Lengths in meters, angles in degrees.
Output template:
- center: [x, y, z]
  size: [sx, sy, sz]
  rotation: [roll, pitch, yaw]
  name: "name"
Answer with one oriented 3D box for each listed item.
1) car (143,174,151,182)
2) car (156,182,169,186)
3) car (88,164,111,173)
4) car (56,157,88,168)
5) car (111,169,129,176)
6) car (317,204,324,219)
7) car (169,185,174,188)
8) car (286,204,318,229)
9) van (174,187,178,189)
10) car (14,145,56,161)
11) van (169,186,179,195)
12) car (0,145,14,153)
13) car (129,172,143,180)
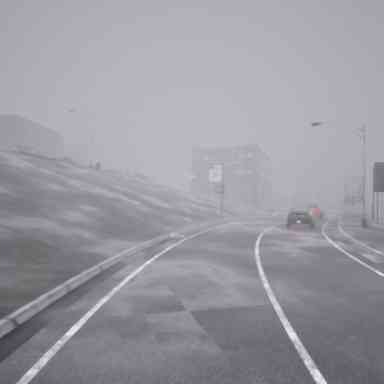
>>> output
- center: [-9.345, -2.312, 61.034]
  size: [2.435, 2.045, 5.566]
  rotation: [1, -3, 13]
  name: "car"
- center: [-7.204, -1.292, 71.826]
  size: [2.002, 1.452, 4.674]
  rotation: [1, -4, 11]
  name: "car"
- center: [-13.481, -2.976, 44.900]
  size: [2.002, 1.452, 4.674]
  rotation: [1, -3, 17]
  name: "car"
- center: [-15.075, -3.284, 39.625]
  size: [2.163, 1.488, 4.792]
  rotation: [1, -3, 18]
  name: "car"
- center: [-12.025, -2.722, 50.117]
  size: [2.231, 1.521, 4.892]
  rotation: [1, -3, 16]
  name: "car"
- center: [13.944, 2.165, 38.219]
  size: [2.097, 1.767, 4.553]
  rotation: [0, -2, 25]
  name: "car"
- center: [-6.282, -0.895, 77.277]
  size: [2.002, 1.452, 4.674]
  rotation: [1, -4, 9]
  name: "car"
- center: [8.318, 1.890, 25.250]
  size: [1.837, 1.490, 4.892]
  rotation: [0, -2, 23]
  name: "car"
- center: [-5.414, -0.733, 82.886]
  size: [1.878, 1.987, 4.442]
  rotation: [1, -4, 9]
  name: "van"
- center: [-16.830, -3.749, 34.190]
  size: [2.185, 1.767, 4.553]
  rotation: [1, -3, 19]
  name: "car"
- center: [-4.714, -0.297, 88.363]
  size: [1.878, 1.987, 4.442]
  rotation: [1, -4, 8]
  name: "van"
- center: [-18.654, -3.924, 28.977]
  size: [2.097, 1.535, 5.008]
  rotation: [1, -3, 21]
  name: "car"
- center: [-10.632, -2.527, 55.576]
  size: [2.185, 1.767, 4.553]
  rotation: [1, -3, 14]
  name: "car"
